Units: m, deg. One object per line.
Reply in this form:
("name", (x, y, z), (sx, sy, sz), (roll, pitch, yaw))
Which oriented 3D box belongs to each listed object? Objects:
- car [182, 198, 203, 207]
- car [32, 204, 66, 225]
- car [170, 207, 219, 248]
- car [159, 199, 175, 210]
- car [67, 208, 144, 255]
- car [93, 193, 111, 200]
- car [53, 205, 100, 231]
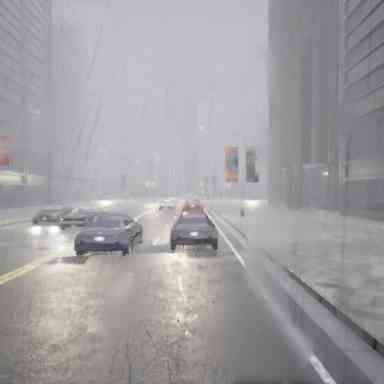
("car", (0.069, 1.345, 33.484), (2.097, 1.767, 4.553), (0, 0, 0))
("car", (-9.857, 1.580, 24.223), (1.994, 1.385, 4.181), (0, 0, 0))
("car", (0.085, 1.558, 14.652), (1.994, 1.385, 4.181), (0, 0, 0))
("car", (-3.179, 1.605, 43.249), (1.895, 1.301, 4.718), (0, 0, 0))
("car", (-3.160, 1.565, 13.354), (1.994, 1.385, 4.181), (0, 0, 0))
("car", (-24.995, 1.620, 89.786), (4.313, 1.339, 1.947), (0, 0, -1))
("car", (-6.610, 1.609, 20.772), (1.895, 1.301, 4.718), (0, 0, 0))
